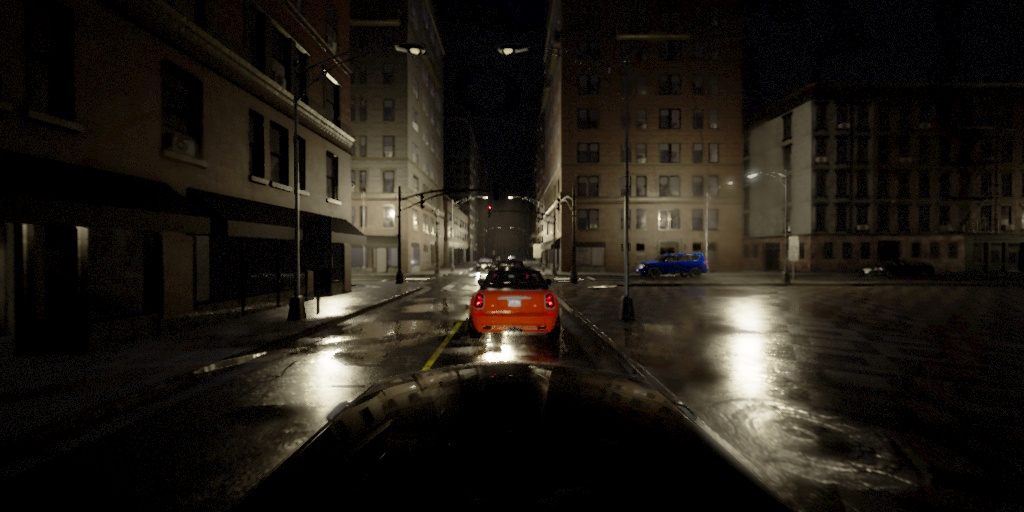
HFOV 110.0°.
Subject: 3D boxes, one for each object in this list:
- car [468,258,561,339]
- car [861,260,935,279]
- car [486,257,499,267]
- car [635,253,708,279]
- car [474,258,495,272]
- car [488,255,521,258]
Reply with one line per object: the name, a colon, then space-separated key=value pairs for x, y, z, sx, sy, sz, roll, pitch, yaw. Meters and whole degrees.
car: x=0.066 y=1.045 z=9.983 sx=2.097 sy=1.767 sz=4.553 roll=0 pitch=0 yaw=0
car: x=31.672 y=1.056 z=29.527 sx=4.902 sy=1.511 sz=2.128 roll=0 pitch=0 yaw=0
car: x=-3.086 y=0.871 z=57.205 sx=1.837 sy=1.490 sz=4.892 roll=0 pitch=0 yaw=0
car: x=13.024 y=0.781 z=29.389 sx=5.566 sy=2.045 sz=2.150 roll=0 pitch=0 yaw=0
car: x=-3.124 y=0.961 z=42.066 sx=2.128 sy=1.511 sz=4.902 roll=0 pitch=0 yaw=0
car: x=-0.140 y=0.978 z=19.663 sx=2.097 sy=1.767 sz=4.553 roll=0 pitch=0 yaw=-3
